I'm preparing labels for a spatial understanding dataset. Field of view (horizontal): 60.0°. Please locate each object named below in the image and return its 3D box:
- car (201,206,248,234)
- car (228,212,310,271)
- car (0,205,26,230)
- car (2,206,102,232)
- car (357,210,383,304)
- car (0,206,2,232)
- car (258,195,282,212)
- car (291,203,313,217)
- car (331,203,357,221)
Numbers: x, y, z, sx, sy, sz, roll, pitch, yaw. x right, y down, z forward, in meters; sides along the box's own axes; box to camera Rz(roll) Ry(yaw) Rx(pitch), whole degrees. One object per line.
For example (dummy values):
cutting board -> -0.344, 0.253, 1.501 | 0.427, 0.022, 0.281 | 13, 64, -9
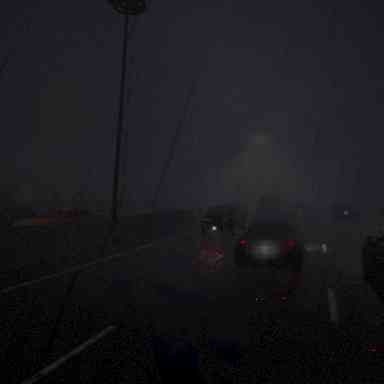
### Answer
car -> 1.974, 1.559, 19.020 | 1.837, 1.490, 4.892 | 0, 0, 21
car -> 2.774, 1.596, 11.208 | 1.994, 1.385, 4.181 | 0, 0, 21
car -> -12.725, 1.575, 20.276 | 1.812, 1.442, 4.674 | 0, 0, 21
car -> -6.567, 1.520, 16.767 | 1.882, 1.535, 5.008 | 0, 0, 21
car -> 4.829, 1.373, 6.734 | 2.097, 1.767, 4.553 | 0, 0, 21
car -> -10.008, 1.520, 17.558 | 1.882, 1.535, 5.008 | 0, 0, 21
car -> 8.700, 1.375, 36.888 | 2.150, 2.045, 5.566 | 0, -1, 21
car -> 10.668, 1.698, 32.183 | 1.895, 1.301, 4.718 | 0, 0, 21
car -> 12.959, 1.646, 28.334 | 1.994, 1.385, 4.181 | 0, 0, 21
